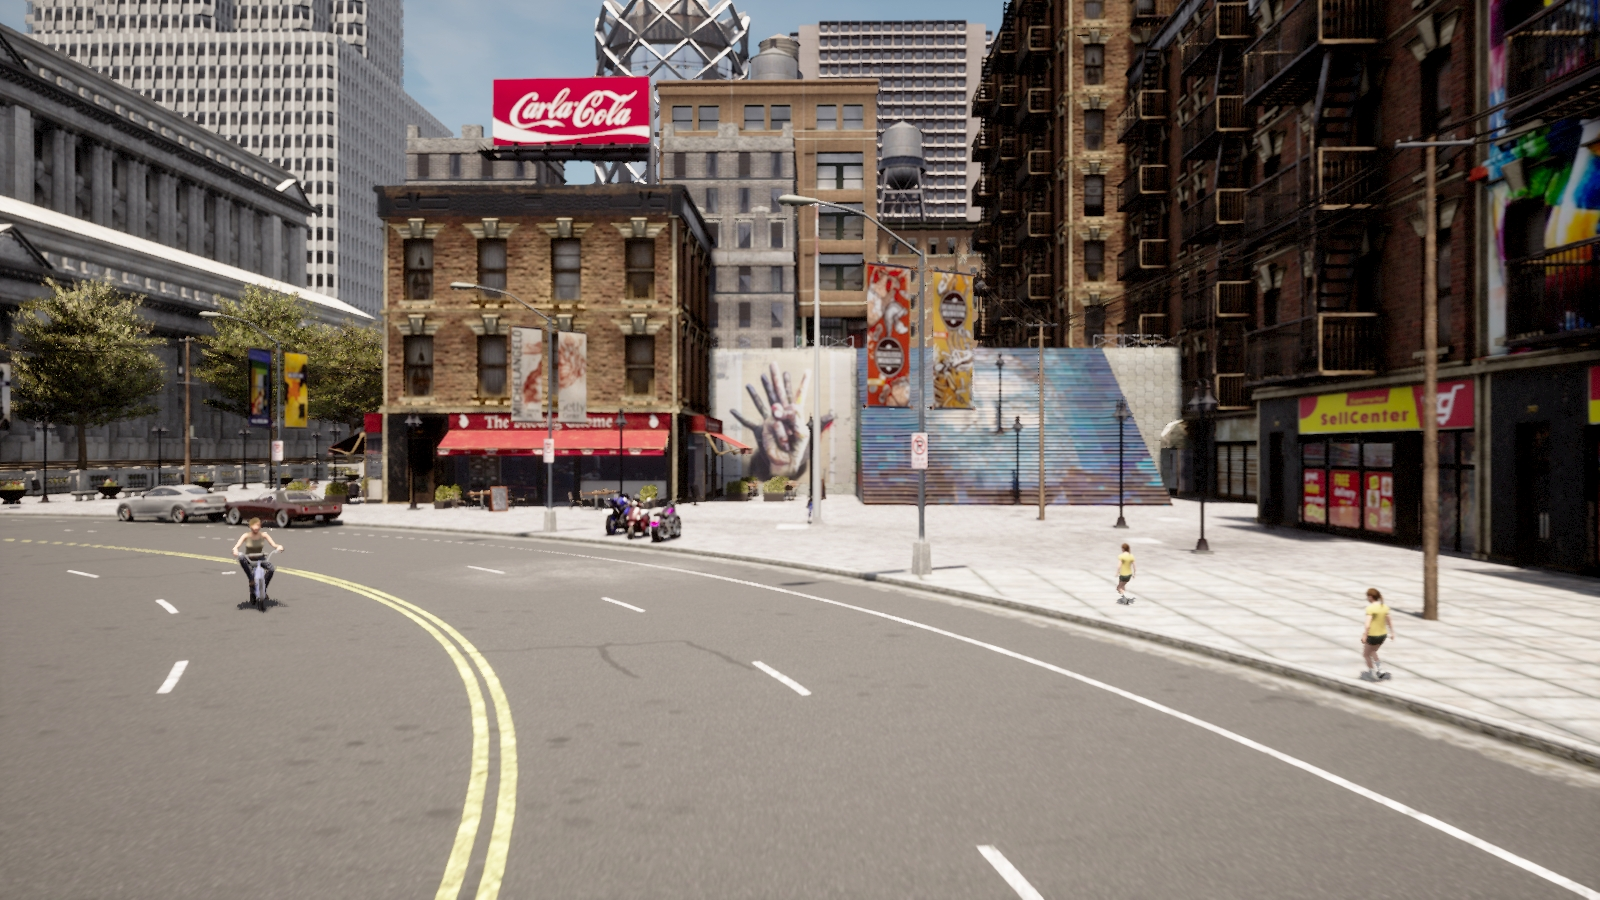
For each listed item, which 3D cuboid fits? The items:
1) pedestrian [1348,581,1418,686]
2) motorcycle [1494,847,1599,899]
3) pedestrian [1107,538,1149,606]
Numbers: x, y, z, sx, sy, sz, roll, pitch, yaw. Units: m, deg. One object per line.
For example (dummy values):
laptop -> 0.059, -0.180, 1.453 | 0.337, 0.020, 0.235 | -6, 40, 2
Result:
pedestrian -> 6.631, 2.075, 13.006 | 0.500, 1.100, 0.500 | 0, 0, -17
motorcycle -> 3.217, 2.181, 3.599 | 0.856, 1.236, 1.805 | 0, 0, -5
pedestrian -> 5.610, 2.075, 19.550 | 0.500, 1.100, 0.500 | 0, 0, -20
